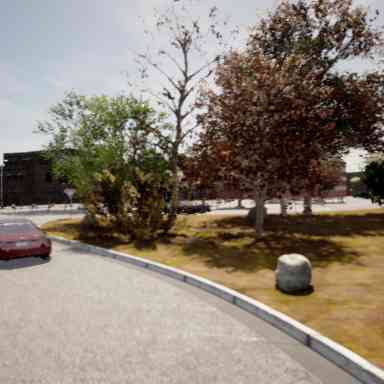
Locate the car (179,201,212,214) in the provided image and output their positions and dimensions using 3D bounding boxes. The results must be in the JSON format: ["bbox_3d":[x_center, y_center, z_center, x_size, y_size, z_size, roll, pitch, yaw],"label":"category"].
[{"bbox_3d":[-0.428,1.563,32.324,4.718,1.301,1.895,-1,0,-3],"label":"car"}]

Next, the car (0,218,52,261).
[{"bbox_3d":[-6.591,1.636,12.088,1.994,1.385,4.181,-1,0,-38],"label":"car"}]
